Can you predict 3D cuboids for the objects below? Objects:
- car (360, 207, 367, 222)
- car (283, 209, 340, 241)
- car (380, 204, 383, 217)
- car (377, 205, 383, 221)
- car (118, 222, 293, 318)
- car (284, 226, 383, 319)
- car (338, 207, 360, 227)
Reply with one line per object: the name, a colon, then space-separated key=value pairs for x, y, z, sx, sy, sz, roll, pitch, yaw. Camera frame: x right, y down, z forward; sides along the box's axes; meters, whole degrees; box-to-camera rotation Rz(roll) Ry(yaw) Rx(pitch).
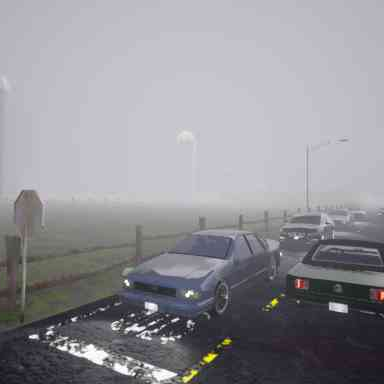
car: x=16.243 y=2.159 z=33.262 sx=1.994 sy=1.385 sz=4.181 roll=0 pitch=-1 yaw=32
car: x=5.790 y=1.777 z=16.419 sx=1.837 sy=1.490 sz=4.892 roll=0 pitch=-1 yaw=32
car: x=24.905 y=2.289 z=41.951 sx=1.837 sy=1.490 sz=4.892 roll=0 pitch=-1 yaw=32
car: x=19.633 y=2.164 z=33.327 sx=2.033 sy=1.411 sz=5.357 roll=0 pitch=-1 yaw=32
car: x=0.668 y=1.660 z=8.116 sx=2.033 sy=1.411 sz=5.357 roll=0 pitch=-1 yaw=31
car: x=3.674 y=1.723 z=7.573 sx=1.895 sy=1.301 sz=4.718 roll=0 pitch=-1 yaw=32
car: x=10.931 y=1.979 z=24.735 sx=2.033 sy=1.411 sz=5.357 roll=0 pitch=-1 yaw=31
